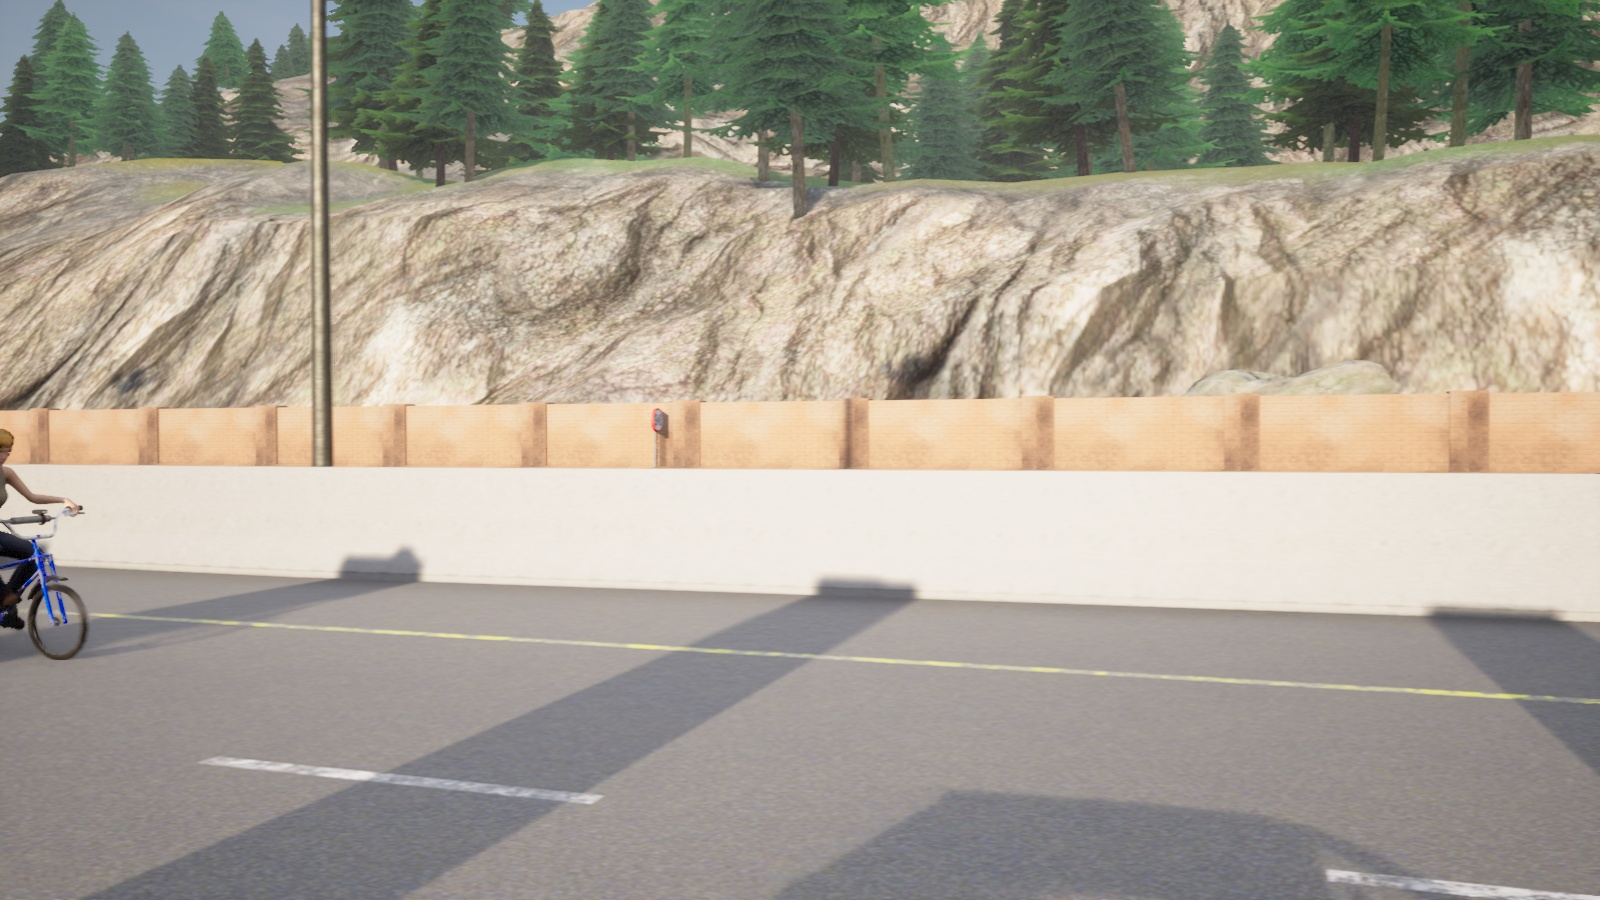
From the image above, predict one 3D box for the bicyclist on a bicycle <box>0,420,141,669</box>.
[{"bbox_3d":[-5.563,0.602,8.804,1.509,1.612,0.866,1,1,19],"label":"bicyclist on a bicycle"}]
